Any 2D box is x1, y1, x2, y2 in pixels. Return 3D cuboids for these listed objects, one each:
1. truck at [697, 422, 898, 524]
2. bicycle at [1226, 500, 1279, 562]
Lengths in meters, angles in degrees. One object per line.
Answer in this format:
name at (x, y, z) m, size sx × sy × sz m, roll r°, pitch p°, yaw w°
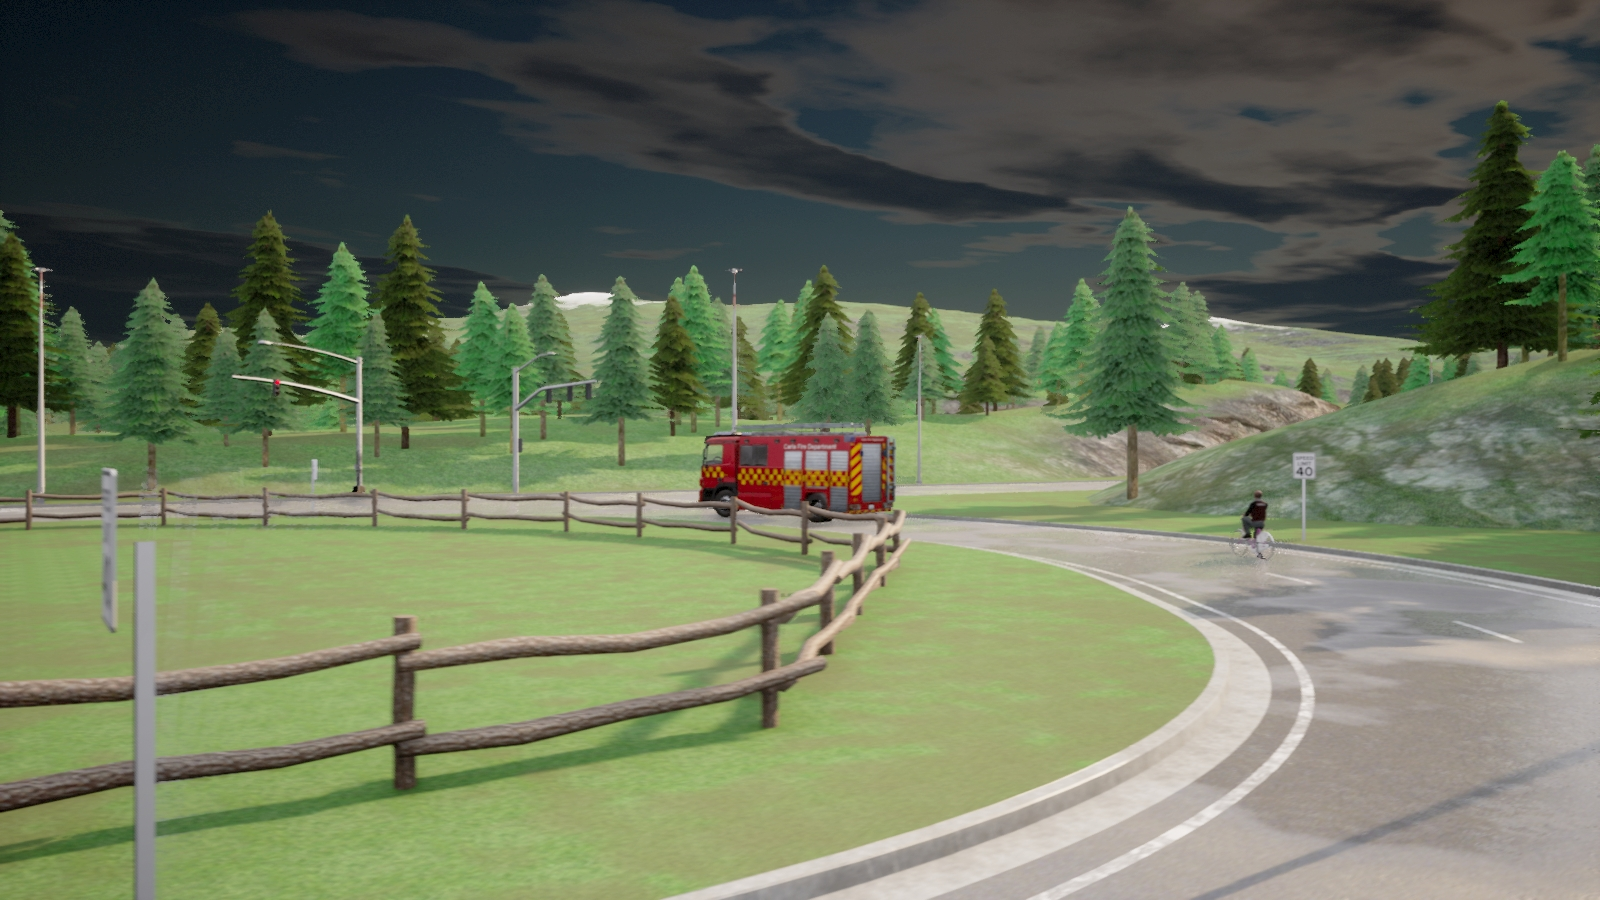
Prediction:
truck at (-0.261, 0.880, 46.763) m, size 8.468 × 3.827 × 2.891 m, roll 0°, pitch 0°, yaw 42°
bicycle at (11.571, 2.050, 29.268) m, size 0.329 × 1.471 × 1.835 m, roll 0°, pitch 0°, yaw -12°
